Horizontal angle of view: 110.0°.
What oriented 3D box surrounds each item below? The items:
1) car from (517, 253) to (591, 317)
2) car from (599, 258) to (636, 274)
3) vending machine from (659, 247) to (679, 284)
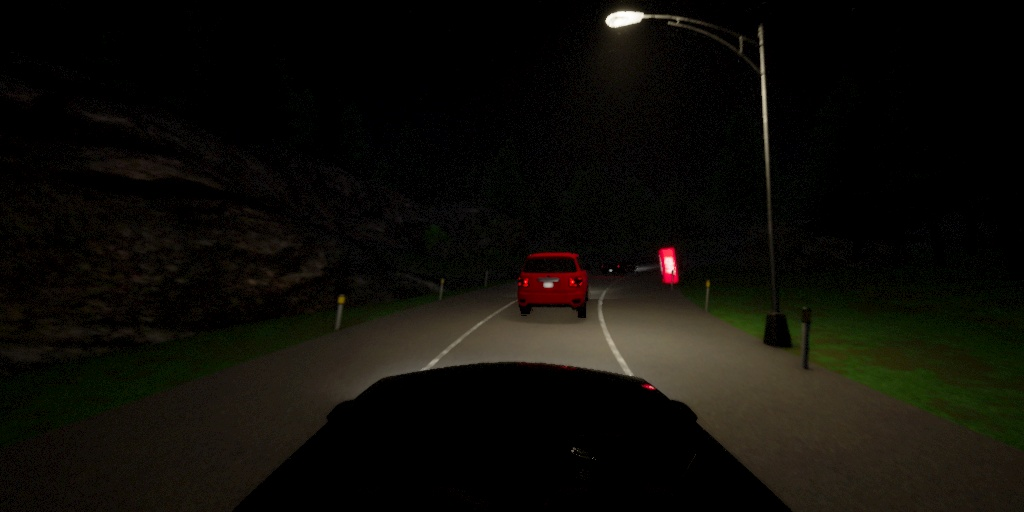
[{"bbox_3d":[1.670,0.901,13.162,2.150,2.045,5.566,-1,1,13],"label":"car"},{"bbox_3d":[9.018,0.777,30.264,1.895,1.301,4.718,-3,1,33],"label":"car"},{"bbox_3d":[9.375,0.520,21.065,1.100,2.100,0.880,0,0,24],"label":"vending machine"}]
